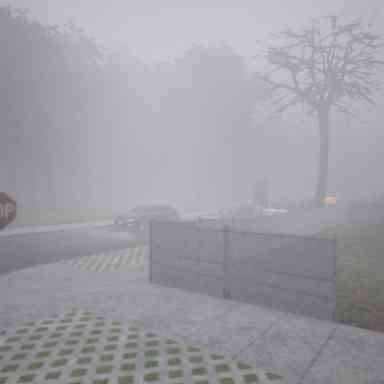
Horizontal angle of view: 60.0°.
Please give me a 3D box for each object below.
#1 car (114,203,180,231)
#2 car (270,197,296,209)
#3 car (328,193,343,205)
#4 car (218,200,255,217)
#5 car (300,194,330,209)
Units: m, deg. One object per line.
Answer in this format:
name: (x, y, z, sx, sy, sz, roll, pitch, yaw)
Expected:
car: (-2.699, 1.514, 20.962, 1.837, 1.490, 4.892, 2, 1, 36)
car: (11.008, 1.300, 39.990, 1.994, 1.385, 4.181, 2, 2, 36)
car: (20.456, 0.967, 48.302, 2.097, 1.767, 4.553, 2, 2, 36)
car: (4.195, 1.438, 30.552, 1.812, 1.442, 4.674, 2, 2, 36)
car: (14.436, 1.272, 39.856, 2.128, 1.511, 4.902, 2, 2, 36)
